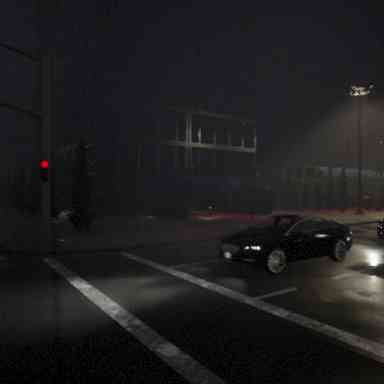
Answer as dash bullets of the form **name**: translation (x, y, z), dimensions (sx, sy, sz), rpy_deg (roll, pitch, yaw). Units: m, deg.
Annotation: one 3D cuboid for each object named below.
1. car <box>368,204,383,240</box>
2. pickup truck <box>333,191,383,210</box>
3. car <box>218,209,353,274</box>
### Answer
- **car**: translation (10.722, 1.445, 15.786), dimensions (5.008, 1.535, 1.882), rpy_deg (0, 0, -35)
- **pickup truck**: translation (18.002, 0.992, 36.756), dimensions (6.274, 2.098, 2.390), rpy_deg (0, 0, -4)
- **car**: translation (3.054, 1.476, 10.519), dimensions (4.902, 1.511, 2.128), rpy_deg (0, 0, -33)
